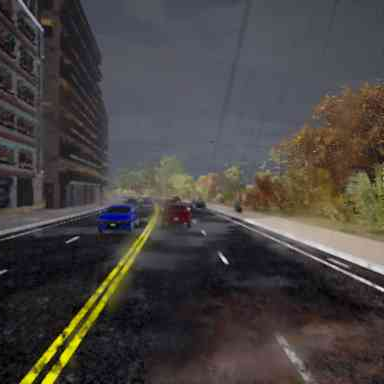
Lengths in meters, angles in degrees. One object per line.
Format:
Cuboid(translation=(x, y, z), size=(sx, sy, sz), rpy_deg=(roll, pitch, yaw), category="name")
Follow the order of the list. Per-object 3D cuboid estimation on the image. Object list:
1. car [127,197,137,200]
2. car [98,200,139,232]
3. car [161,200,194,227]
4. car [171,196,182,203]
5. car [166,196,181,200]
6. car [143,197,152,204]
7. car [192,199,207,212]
Cuboid(translation=(-12.411, 1.679, 68.939), size=(1.994, 1.385, 4.181), rpy_deg=(0, 0, -8), category="car")
Cuboid(translation=(-4.406, 1.516, 20.416), size=(1.882, 1.535, 5.008), rpy_deg=(0, 0, -4), category="car")
Cuboid(translation=(-1.142, 1.551, 23.245), size=(1.882, 1.535, 5.008), rpy_deg=(0, 0, -4), category="car")
Cuboid(translation=(-3.606, 1.707, 76.031), size=(1.837, 1.490, 4.892), rpy_deg=(0, 0, -9), category="car")
Cuboid(translation=(-2.641, 1.600, 41.843), size=(1.882, 1.535, 5.008), rpy_deg=(0, 0, -5), category="car")
Cuboid(translation=(-9.197, 1.688, 69.424), size=(2.033, 1.411, 5.357), rpy_deg=(0, 0, -8), category="car")
Cuboid(translation=(0.664, 1.638, 41.351), size=(2.128, 1.511, 4.902), rpy_deg=(0, 0, -5), category="car")
